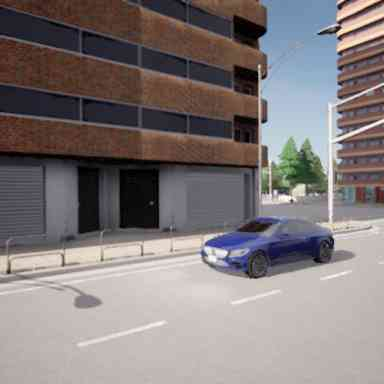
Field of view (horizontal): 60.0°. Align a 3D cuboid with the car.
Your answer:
[{"bbox_3d":[2.438,1.471,10.004,4.674,1.442,1.812,0,0,-35],"label":"car"}]
